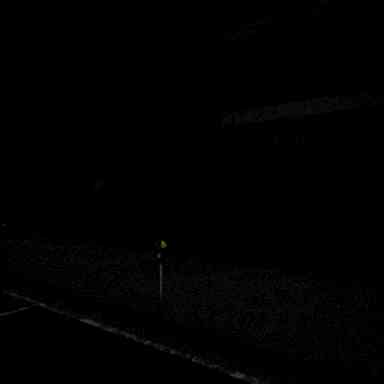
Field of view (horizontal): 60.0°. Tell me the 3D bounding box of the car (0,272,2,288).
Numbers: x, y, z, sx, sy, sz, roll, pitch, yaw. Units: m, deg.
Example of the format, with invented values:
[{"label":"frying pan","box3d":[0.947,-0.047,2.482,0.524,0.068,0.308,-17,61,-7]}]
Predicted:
[{"label":"car","box3d":[-6.073,1.439,7.412,4.097,1.590,1.967,0,0,36]}]
